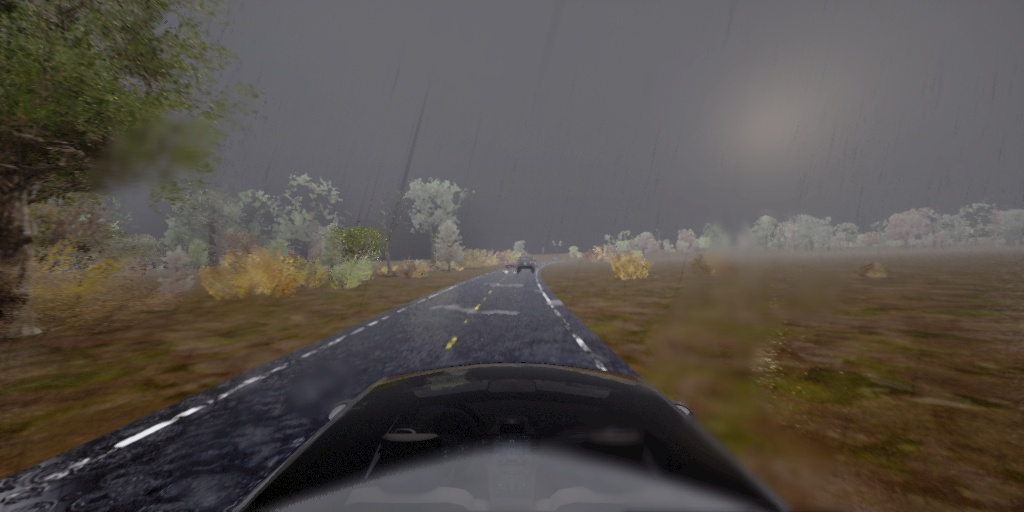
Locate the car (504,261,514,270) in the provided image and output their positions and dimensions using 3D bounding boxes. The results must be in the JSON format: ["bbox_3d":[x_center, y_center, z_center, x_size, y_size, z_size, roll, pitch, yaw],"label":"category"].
[{"bbox_3d":[-0.076,1.524,58.327,1.895,1.301,4.718,-2,0,7],"label":"car"}]

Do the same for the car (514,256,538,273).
[{"bbox_3d":[1.845,1.048,46.355,2.150,2.045,5.566,-2,-1,5],"label":"car"}]
